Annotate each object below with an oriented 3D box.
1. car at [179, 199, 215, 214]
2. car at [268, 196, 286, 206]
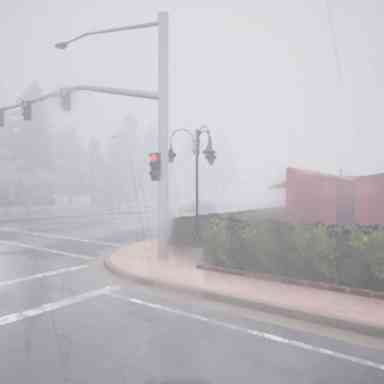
[{"bbox_3d":[0.636,1.531,35.421,2.128,1.511,4.902,0,0,36],"label":"car"},{"bbox_3d":[14.038,1.389,53.672,2.097,1.767,4.553,0,0,36],"label":"car"}]
